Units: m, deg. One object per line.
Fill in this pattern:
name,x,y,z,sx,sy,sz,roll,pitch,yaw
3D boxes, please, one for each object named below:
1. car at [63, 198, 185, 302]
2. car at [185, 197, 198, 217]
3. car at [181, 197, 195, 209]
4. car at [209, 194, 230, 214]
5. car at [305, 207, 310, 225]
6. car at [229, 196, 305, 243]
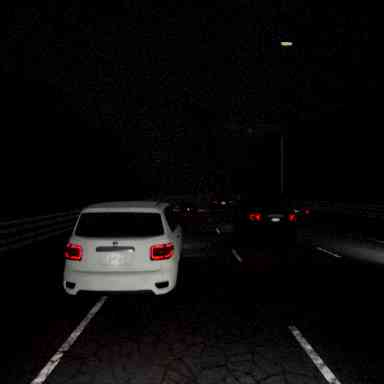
car,-1.352,1.225,8.397,2.150,2.045,5.566,0,0,-1
car,-0.383,1.524,36.403,1.837,1.490,4.892,0,0,-1
car,-0.534,1.545,46.753,1.837,1.490,4.892,0,0,0
car,3.144,1.239,36.285,2.150,2.045,5.566,0,0,-1
car,6.791,1.358,23.954,2.097,1.767,4.553,0,0,0
car,3.380,1.224,16.244,2.150,2.045,5.566,0,0,-1
